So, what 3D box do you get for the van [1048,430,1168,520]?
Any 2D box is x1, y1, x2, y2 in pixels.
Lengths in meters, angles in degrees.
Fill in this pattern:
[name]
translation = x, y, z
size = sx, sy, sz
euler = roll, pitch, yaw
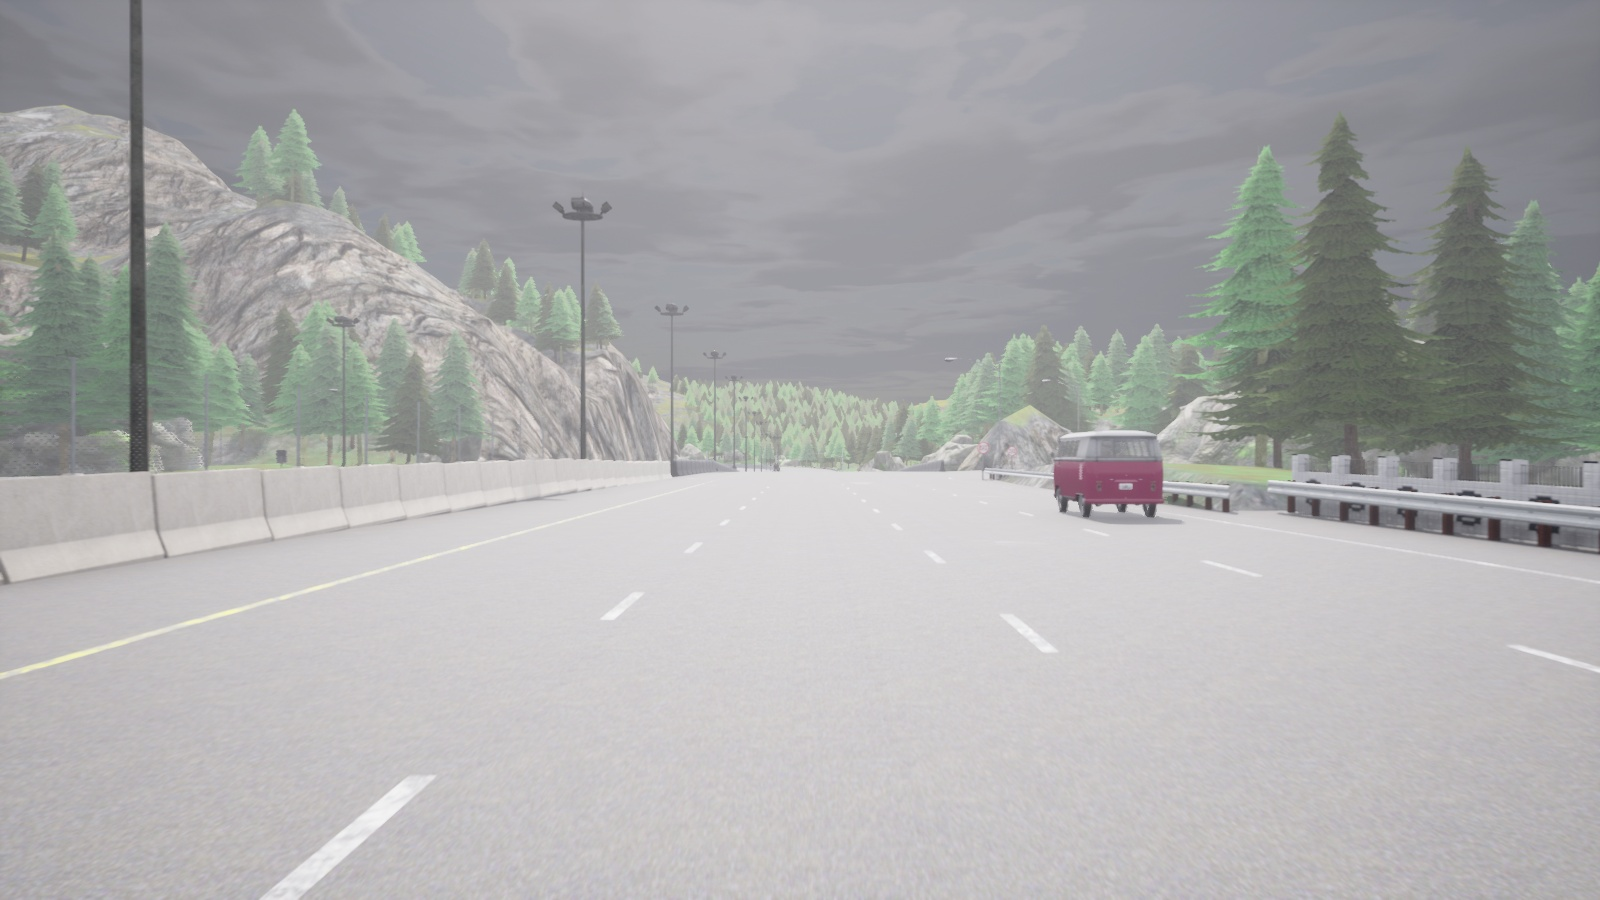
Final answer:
[van]
translation = 7.185, 0.558, 29.750
size = 1.775, 1.987, 4.442
euler = 0, 0, 0
